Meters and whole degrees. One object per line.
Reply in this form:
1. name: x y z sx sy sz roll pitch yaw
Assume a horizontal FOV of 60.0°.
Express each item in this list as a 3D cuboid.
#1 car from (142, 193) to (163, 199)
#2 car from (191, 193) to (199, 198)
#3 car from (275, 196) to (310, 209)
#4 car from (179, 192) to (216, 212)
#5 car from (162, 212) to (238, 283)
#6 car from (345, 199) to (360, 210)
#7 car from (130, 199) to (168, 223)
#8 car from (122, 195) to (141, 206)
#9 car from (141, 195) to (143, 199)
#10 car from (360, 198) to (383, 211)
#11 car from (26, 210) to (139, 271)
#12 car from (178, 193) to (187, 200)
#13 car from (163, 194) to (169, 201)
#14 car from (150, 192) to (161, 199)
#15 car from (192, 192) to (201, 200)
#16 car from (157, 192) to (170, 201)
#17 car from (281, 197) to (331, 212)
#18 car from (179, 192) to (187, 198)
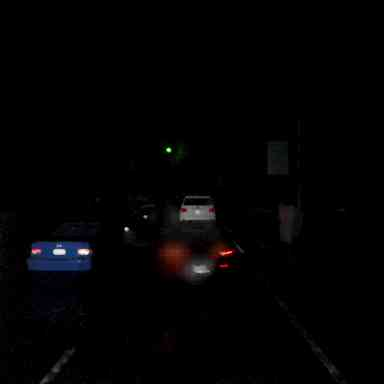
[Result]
1. car: -6.335 1.351 53.985 1.882 1.535 5.008 0 0 1
2. car: 0.932 0.951 94.105 1.895 1.301 4.718 0 1 -4
3. car: 12.559 1.266 40.633 4.553 1.767 2.097 0 0 -2
4. car: 0.362 1.188 21.328 2.150 2.045 5.566 0 0 1
5. car: 0.208 1.521 9.562 1.812 1.442 4.674 0 0 1
6. car: 21.195 1.479 40.994 4.181 1.385 1.994 0 0 -3
7. car: -3.082 1.482 24.632 1.812 1.442 4.674 0 0 1
8. car: -9.848 1.400 53.409 1.812 1.442 4.674 0 0 1
9. car: -9.662 1.370 62.496 1.812 1.442 4.674 0 0 1
10. car: 22.239 1.402 37.534 5.008 1.535 1.882 0 0 -2
11. car: -3.280 1.540 10.815 2.033 1.411 5.357 0 0 1
12. car: -2.332 1.126 83.350 2.033 1.411 5.357 0 1 0
13. car: -6.148 1.407 62.971 1.994 1.385 4.181 0 0 2
14. car: -9.333 0.830 85.479 2.097 1.767 4.553 0 1 0
15. car: 1.174 0.934 84.033 2.097 1.767 4.553 0 1 0
16. car: -5.968 1.230 73.434 1.882 1.535 5.008 0 1 1
17. car: 12.853 1.525 37.143 4.718 1.301 1.895 0 0 -2
18. car: -2.561 0.746 93.881 1.882 1.535 5.008 0 1 -7
